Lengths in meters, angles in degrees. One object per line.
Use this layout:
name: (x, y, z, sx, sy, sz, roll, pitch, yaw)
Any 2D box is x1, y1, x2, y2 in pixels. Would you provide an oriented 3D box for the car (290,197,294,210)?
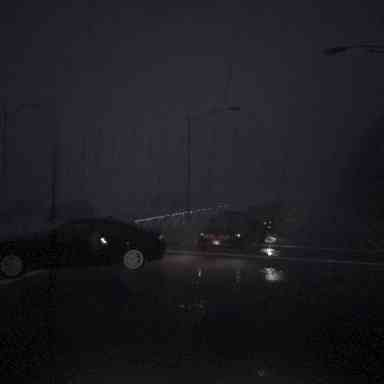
car: (9.830, 1.544, 36.525, 1.994, 1.385, 4.181, 0, 0, 19)

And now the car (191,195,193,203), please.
car: (-2.376, 1.053, 44.644, 3.866, 1.878, 1.905, 0, 0, 19)

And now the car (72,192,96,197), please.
car: (-18.401, 1.249, 53.739, 4.514, 1.523, 2.007, 0, 0, 19)

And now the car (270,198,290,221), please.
car: (5.901, 1.475, 24.927, 2.128, 1.511, 4.902, 0, 0, 19)

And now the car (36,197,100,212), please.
car: (-9.006, 1.356, 24.201, 3.633, 1.501, 1.845, 0, 0, 19)

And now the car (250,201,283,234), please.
car: (3.984, 1.490, 19.282, 1.837, 1.490, 4.892, 0, 0, 19)

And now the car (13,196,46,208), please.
car: (-21.645, 1.273, 44.288, 3.633, 1.501, 1.845, 0, 0, 19)

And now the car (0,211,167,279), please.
car: (-3.271, 1.475, 9.857, 5.008, 1.535, 1.882, 0, 0, -15)

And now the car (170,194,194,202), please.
car: (-2.024, 1.258, 68.675, 4.514, 1.523, 2.007, 0, 0, 19)

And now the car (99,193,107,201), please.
car: (-20.131, 1.014, 70.946, 3.866, 1.878, 1.905, 0, 0, 19)

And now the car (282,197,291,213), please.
car: (7.785, 1.487, 30.488, 1.837, 1.490, 4.892, 0, 0, 19)

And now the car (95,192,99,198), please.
car: (-21.776, 1.298, 67.993, 3.806, 1.475, 1.970, 0, 0, 19)

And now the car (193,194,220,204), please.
car: (1.727, 1.126, 56.763, 5.027, 1.636, 2.152, 0, 0, 19)

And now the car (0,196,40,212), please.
car: (-15.079, 1.356, 29.404, 3.806, 1.475, 1.970, 0, 0, 19)

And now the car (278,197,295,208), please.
car: (13.596, 1.468, 47.653, 2.128, 1.511, 4.902, 0, 0, 19)

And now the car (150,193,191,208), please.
car: (-2.917, 1.074, 41.759, 4.605, 1.855, 1.932, 0, 0, 19)

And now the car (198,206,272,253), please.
car: (1.832, 1.514, 13.876, 1.812, 1.442, 4.674, 0, 0, 24)

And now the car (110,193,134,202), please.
car: (-13.732, 1.046, 65.310, 4.605, 1.855, 1.932, 0, 0, 19)
